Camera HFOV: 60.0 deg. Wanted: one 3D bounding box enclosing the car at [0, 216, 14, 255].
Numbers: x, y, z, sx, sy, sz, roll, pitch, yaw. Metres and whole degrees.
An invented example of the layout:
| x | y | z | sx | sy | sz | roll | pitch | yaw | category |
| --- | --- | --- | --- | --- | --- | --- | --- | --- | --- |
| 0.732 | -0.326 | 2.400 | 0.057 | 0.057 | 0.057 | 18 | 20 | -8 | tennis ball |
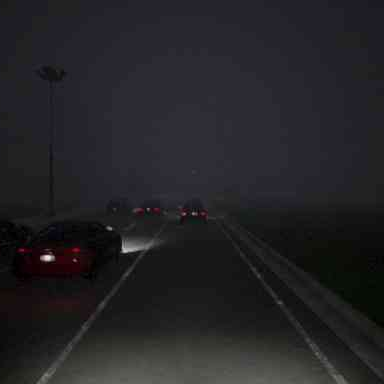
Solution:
| x | y | z | sx | sy | sz | roll | pitch | yaw | category |
| --- | --- | --- | --- | --- | --- | --- | --- | --- | --- |
| -6.900 | 1.450 | 10.708 | 1.837 | 1.490 | 4.892 | 0 | 0 | 0 | car |

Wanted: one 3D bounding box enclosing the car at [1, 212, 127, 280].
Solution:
| x | y | z | sx | sy | sz | roll | pitch | yaw | category |
| --- | --- | --- | --- | --- | --- | --- | --- | --- | --- |
| -3.399 | 1.514 | 9.832 | 1.994 | 1.385 | 4.181 | 0 | 0 | 0 | car |

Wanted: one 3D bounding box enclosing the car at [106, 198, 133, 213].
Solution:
| x | y | z | sx | sy | sz | roll | pitch | yaw | category |
| --- | --- | --- | --- | --- | --- | --- | --- | --- | --- |
| -6.900 | 1.329 | 32.080 | 2.128 | 1.511 | 4.902 | 0 | 0 | 0 | car |

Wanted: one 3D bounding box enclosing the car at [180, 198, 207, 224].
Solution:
| x | y | z | sx | sy | sz | roll | pitch | yaw | category |
| --- | --- | --- | --- | --- | --- | --- | --- | --- | --- |
| 0.098 | 1.428 | 23.725 | 2.033 | 1.411 | 5.357 | 0 | 0 | 0 | car |

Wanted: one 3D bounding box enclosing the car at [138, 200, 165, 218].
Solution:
| x | y | z | sx | sy | sz | roll | pitch | yaw | category |
| --- | --- | --- | --- | --- | --- | --- | --- | --- | --- |
| -3.400 | 1.403 | 28.578 | 2.033 | 1.411 | 5.357 | 0 | 0 | 0 | car |
